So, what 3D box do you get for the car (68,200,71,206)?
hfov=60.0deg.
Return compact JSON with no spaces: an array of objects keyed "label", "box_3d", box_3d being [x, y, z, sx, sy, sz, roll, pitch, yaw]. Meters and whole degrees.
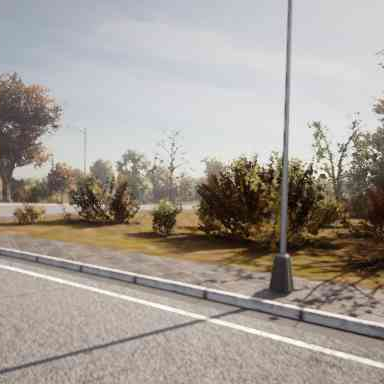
[{"label":"car","box_3d":[-16.781,1.395,51.039,1.882,1.535,5.008,2,-2,20]}]
